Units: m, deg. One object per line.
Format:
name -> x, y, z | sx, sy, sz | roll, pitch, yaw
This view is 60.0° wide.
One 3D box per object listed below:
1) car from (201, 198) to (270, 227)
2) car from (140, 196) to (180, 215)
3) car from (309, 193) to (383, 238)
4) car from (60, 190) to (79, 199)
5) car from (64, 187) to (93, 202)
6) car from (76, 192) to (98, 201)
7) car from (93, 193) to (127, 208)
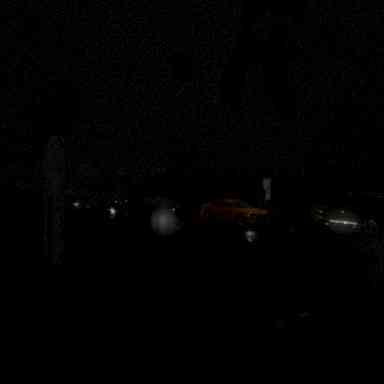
car -> 2.569, 1.194, 20.681 | 1.882, 1.535, 5.008 | 1, 1, -36
car -> -2.819, 1.078, 28.231 | 1.812, 1.442, 4.674 | 1, 1, -35
car -> 8.591, 1.072, 17.036 | 2.150, 2.045, 5.566 | 2, 0, -23
car -> -22.442, 0.464, 60.764 | 2.033, 1.411, 5.357 | 1, 1, -36
car -> -16.178, 0.364, 47.069 | 2.150, 2.045, 5.566 | 1, 2, -34
car -> -16.585, 0.690, 52.560 | 1.895, 1.301, 4.718 | 1, 1, -36
car -> -8.802, 0.875, 36.613 | 1.837, 1.490, 4.892 | 1, 1, -36
